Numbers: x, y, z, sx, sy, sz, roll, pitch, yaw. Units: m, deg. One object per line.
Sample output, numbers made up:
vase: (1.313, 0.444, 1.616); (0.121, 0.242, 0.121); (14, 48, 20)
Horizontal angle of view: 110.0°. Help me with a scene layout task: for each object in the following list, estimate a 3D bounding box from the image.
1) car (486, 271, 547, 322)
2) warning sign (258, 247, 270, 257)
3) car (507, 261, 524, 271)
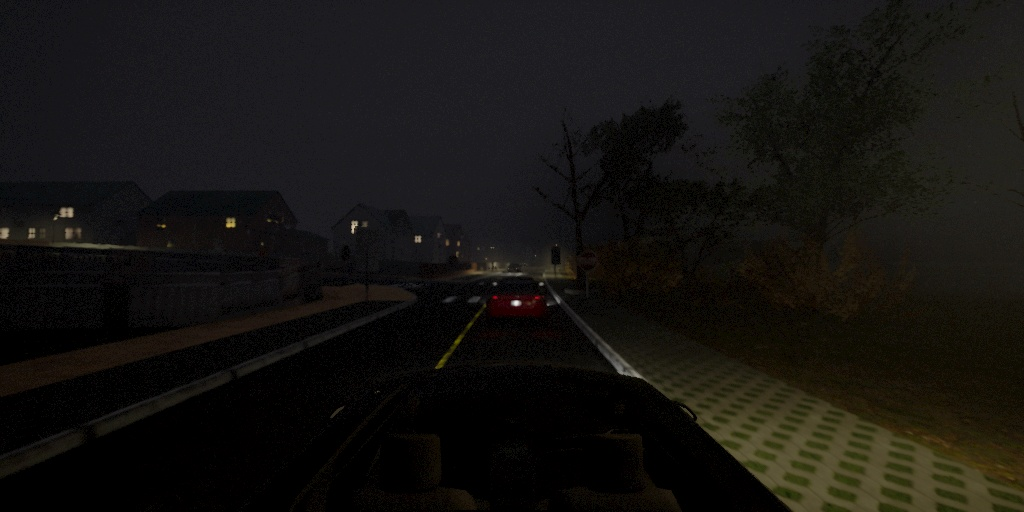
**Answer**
car: (0.208, 1.412, 12.844); (1.994, 1.385, 4.181); (0, 0, 2)
warning sign: (-19.381, 0.231, 27.974); (1.060, 1.860, 1.300); (0, 0, 1)
car: (0.331, 1.858, 55.730); (1.837, 1.490, 4.892); (0, -1, 7)
